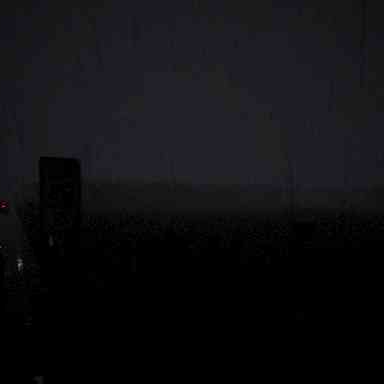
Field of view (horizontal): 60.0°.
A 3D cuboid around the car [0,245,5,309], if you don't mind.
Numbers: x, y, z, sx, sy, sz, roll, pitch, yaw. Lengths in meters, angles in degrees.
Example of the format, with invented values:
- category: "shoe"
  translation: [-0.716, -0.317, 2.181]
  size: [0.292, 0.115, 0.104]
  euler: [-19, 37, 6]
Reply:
- category: "car"
  translation: [-4.732, 1.567, 6.377]
  size: [1.994, 1.385, 4.181]
  euler: [0, 0, -29]

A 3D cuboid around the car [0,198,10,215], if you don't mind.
- category: "car"
  translation: [-19.471, 1.537, 33.347]
  size: [1.812, 1.442, 4.674]
  euler: [0, 0, -28]

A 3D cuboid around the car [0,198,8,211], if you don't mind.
- category: "car"
  translation: [-24.486, 1.533, 42.382]
  size: [1.812, 1.442, 4.674]
  euler: [0, 0, -29]
